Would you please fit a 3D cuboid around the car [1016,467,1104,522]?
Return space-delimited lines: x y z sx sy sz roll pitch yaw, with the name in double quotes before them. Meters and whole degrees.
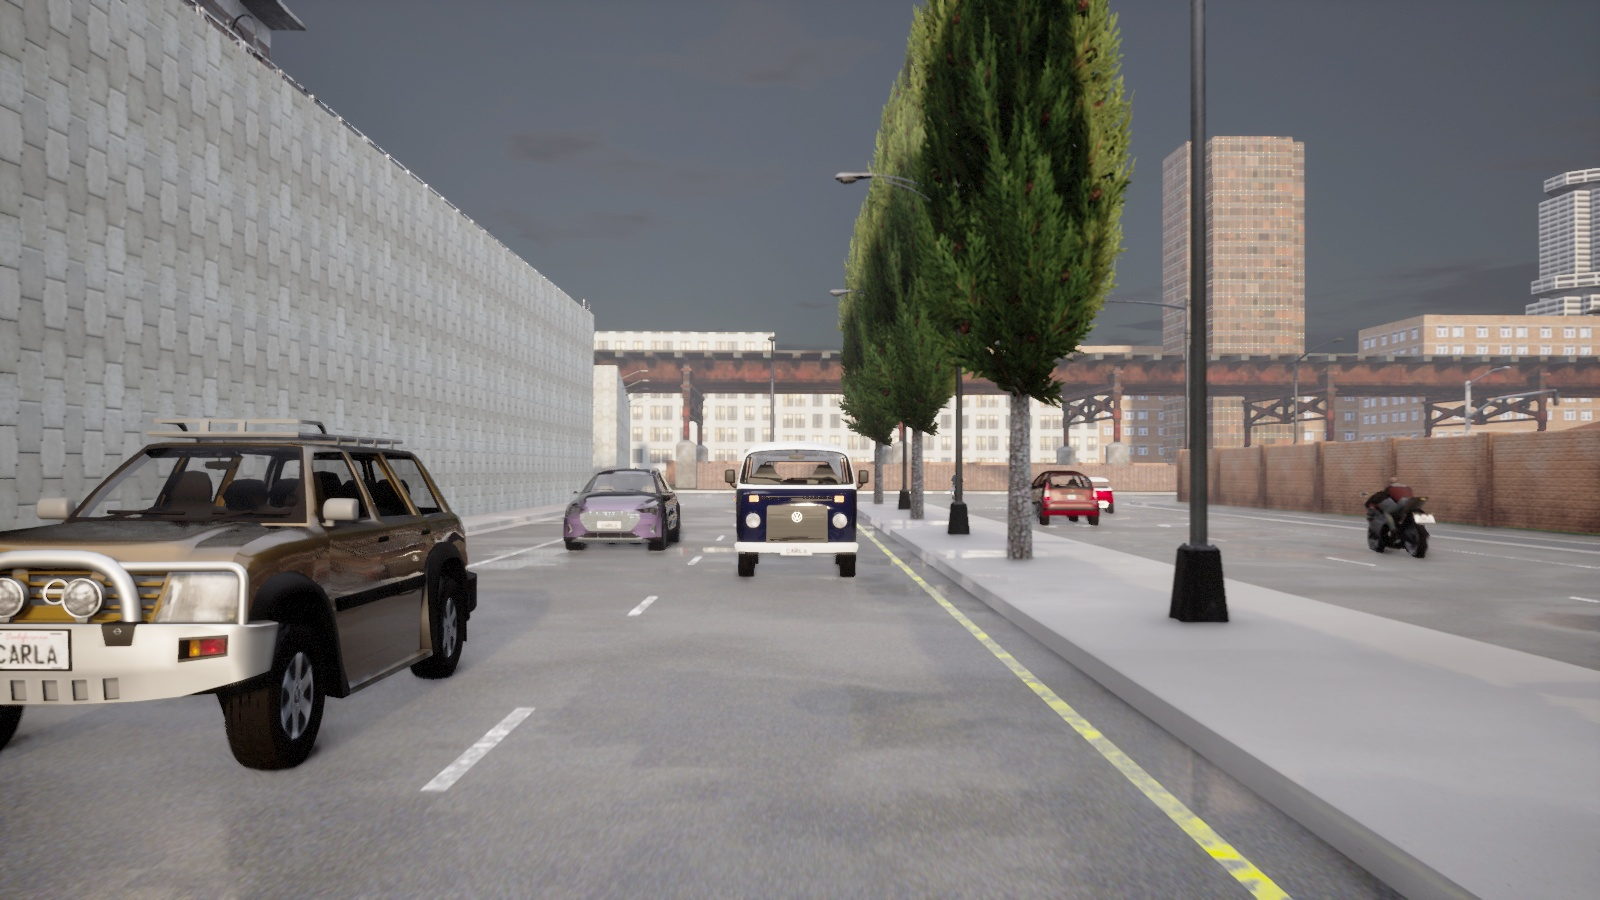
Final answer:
"car" 7.909 1.327 38.578 1.851 1.617 3.988 0 -1 0

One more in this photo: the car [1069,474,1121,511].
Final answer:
"car" 11.388 1.637 48.542 1.481 1.376 2.207 0 -1 0

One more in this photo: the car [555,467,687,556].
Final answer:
"car" -3.561 1.192 25.867 2.033 1.649 4.856 0 -1 0

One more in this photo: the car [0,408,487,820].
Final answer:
"car" -3.520 0.779 7.979 1.932 1.855 4.605 0 -1 0

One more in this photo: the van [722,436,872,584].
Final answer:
"van" -0.047 0.866 19.573 2.069 2.038 4.480 0 -1 0

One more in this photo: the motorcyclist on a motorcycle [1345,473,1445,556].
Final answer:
"motorcyclist on a motorcycle" 11.435 1.210 24.230 0.866 1.530 2.191 0 -1 0
